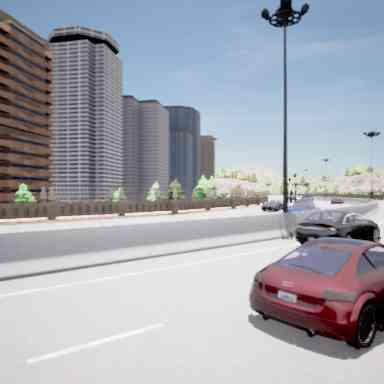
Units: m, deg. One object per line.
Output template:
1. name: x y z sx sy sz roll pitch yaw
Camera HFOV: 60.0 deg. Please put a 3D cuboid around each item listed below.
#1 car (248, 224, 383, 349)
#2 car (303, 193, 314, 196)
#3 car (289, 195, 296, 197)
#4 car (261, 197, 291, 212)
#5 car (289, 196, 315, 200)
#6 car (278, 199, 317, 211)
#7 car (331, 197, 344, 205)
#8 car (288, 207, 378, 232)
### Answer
1. car: 3.027 1.578 6.382 4.181 1.385 1.994 0 0 -39
2. car: 27.353 1.263 78.281 2.150 2.045 5.566 0 0 11
3. car: 23.929 1.526 79.006 1.882 1.535 5.008 0 0 11
4. car: 10.135 1.653 40.614 2.033 1.411 5.357 0 0 33
5. car: 13.306 1.598 39.199 1.837 1.490 4.892 0 0 32
6. car: 9.176 1.592 27.513 1.812 1.442 4.674 0 0 39
7. car: 27.787 1.687 63.603 1.994 1.385 4.181 0 0 17
8. car: 6.125 1.522 13.763 4.902 1.511 2.128 0 0 -43
